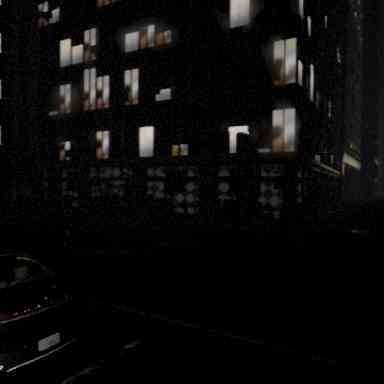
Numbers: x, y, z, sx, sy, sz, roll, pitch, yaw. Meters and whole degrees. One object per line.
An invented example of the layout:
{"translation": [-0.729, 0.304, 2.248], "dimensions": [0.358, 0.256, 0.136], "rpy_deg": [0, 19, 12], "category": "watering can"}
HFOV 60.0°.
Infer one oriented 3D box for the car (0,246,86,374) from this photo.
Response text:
{"translation": [-3.519, 1.513, 5.055], "dimensions": [4.403, 1.369, 2.008], "rpy_deg": [0, 2, 32], "category": "car"}
